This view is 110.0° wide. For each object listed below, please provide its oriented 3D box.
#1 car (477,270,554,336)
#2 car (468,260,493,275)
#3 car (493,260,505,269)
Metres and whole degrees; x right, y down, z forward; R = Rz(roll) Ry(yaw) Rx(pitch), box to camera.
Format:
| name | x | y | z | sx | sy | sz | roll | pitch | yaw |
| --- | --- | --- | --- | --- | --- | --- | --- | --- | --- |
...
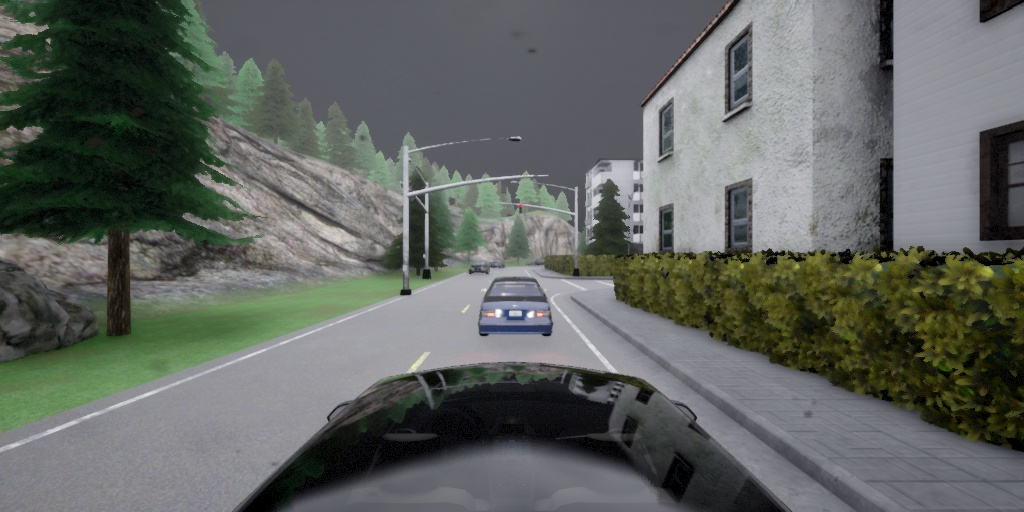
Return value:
| name | x | y | z | sx | sy | sz | roll | pitch | yaw |
| --- | --- | --- | --- | --- | --- | --- | --- | --- | --- |
| car | 0.088 | 1.297 | 10.313 | 2.033 | 1.411 | 5.357 | 0 | 0 | 0 |
| car | -3.491 | 1.311 | 38.571 | 1.994 | 1.385 | 4.181 | 0 | 0 | 1 |
| car | -2.462 | 1.311 | 54.534 | 1.994 | 1.385 | 4.181 | 0 | 0 | 13 |
